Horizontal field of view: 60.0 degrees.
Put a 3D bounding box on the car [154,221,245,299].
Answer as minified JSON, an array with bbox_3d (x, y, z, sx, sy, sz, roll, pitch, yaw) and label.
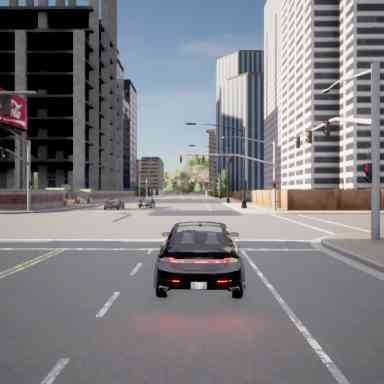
[{"bbox_3d":[0.205,1.492,8.485,2.128,1.511,4.902,0,0,2],"label":"car"}]

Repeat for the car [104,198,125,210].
[{"bbox_3d":[-9.991,1.526,43.090,1.812,1.442,4.674,0,0,1],"label":"car"}]

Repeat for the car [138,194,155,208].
[{"bbox_3d":[-6.420,1.491,47.534,2.128,1.511,4.902,0,0,1],"label":"car"}]
